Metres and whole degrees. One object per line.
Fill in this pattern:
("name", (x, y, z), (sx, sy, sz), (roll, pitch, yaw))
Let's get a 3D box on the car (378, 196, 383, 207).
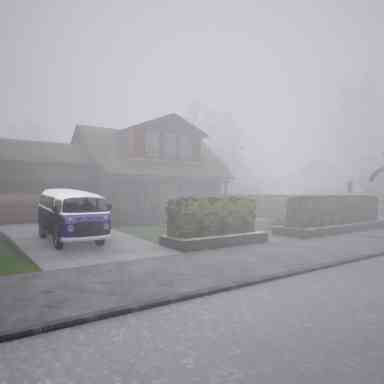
("car", (24.632, 0.986, 41.423), (3.866, 1.878, 1.905), (0, 0, -1))
